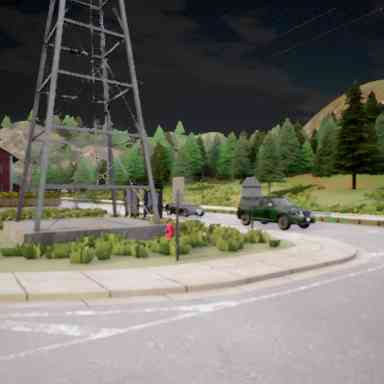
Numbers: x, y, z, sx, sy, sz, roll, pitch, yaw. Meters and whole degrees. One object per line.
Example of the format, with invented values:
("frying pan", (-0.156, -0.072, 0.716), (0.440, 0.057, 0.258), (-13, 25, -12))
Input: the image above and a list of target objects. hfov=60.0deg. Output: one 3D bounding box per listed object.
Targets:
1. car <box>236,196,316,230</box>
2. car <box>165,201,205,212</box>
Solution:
("car", (5.337, 1.288, 21.996), (2.150, 2.045, 5.566), (0, 0, -34))
("car", (-0.719, 1.558, 30.911), (2.128, 1.511, 4.902), (0, 0, -34))
